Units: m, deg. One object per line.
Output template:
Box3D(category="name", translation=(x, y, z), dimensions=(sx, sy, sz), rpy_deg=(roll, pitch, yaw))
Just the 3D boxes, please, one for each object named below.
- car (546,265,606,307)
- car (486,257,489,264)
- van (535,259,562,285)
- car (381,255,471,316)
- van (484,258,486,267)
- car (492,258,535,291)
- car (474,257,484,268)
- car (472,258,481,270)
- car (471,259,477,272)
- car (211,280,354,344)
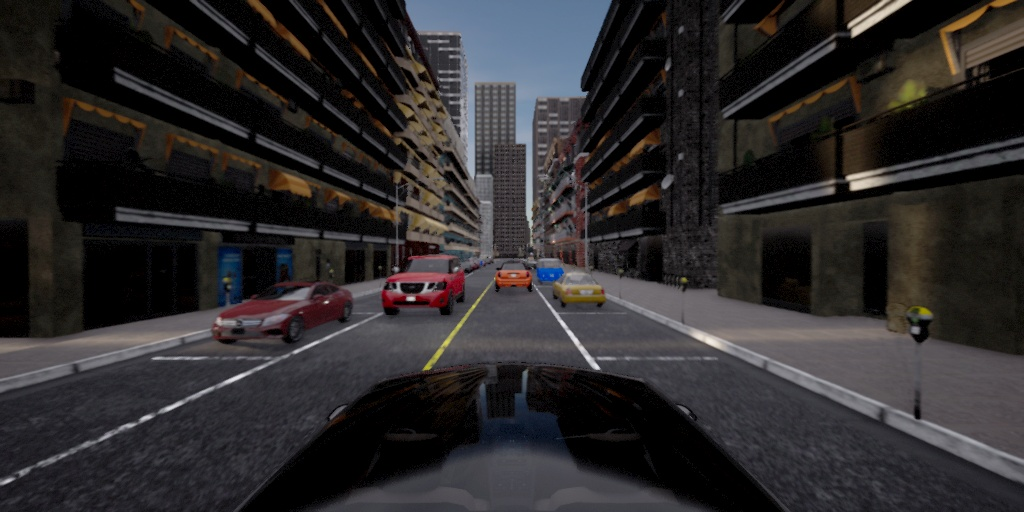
Box3D(category="car", translation=(2.682, 1.274, 15.238), dimensions=(1.751, 1.417, 4.829), rpy_deg=(0, 0, 0))
Box3D(category="car", translation=(-5.722, 1.196, 64.789), dimensions=(1.967, 1.591, 4.097), rpy_deg=(0, 0, 0))
Box3D(category="van", translation=(2.677, 1.089, 26.116), dimensions=(1.690, 1.789, 3.998), rpy_deg=(0, 0, 0))
Box3D(category="car", translation=(-3.106, 0.972, 13.799), dimensions=(2.150, 2.045, 5.566), rpy_deg=(0, 0, 0))
Box3D(category="van", translation=(-5.720, 1.095, 59.265), dimensions=(1.690, 1.789, 3.998), rpy_deg=(0, 0, 0))
Box3D(category="car", translation=(0.091, 1.100, 22.026), dimensions=(2.097, 1.767, 4.553), rpy_deg=(0, 0, 0))
Box3D(category="car", translation=(-5.717, 1.297, 53.742), dimensions=(1.888, 1.381, 4.507), rpy_deg=(0, 0, 0))
Box3D(category="car", translation=(-5.714, 1.296, 48.218), dimensions=(1.888, 1.381, 4.507), rpy_deg=(0, 0, 0))
Box3D(category="car", translation=(-5.711, 1.316, 42.694), dimensions=(1.948, 1.339, 4.313), rpy_deg=(0, 0, 0))
Box3D(category="car", translation=(-5.696, 1.331, 9.554), dimensions=(1.802, 1.307, 4.207), rpy_deg=(0, 0, 0))
